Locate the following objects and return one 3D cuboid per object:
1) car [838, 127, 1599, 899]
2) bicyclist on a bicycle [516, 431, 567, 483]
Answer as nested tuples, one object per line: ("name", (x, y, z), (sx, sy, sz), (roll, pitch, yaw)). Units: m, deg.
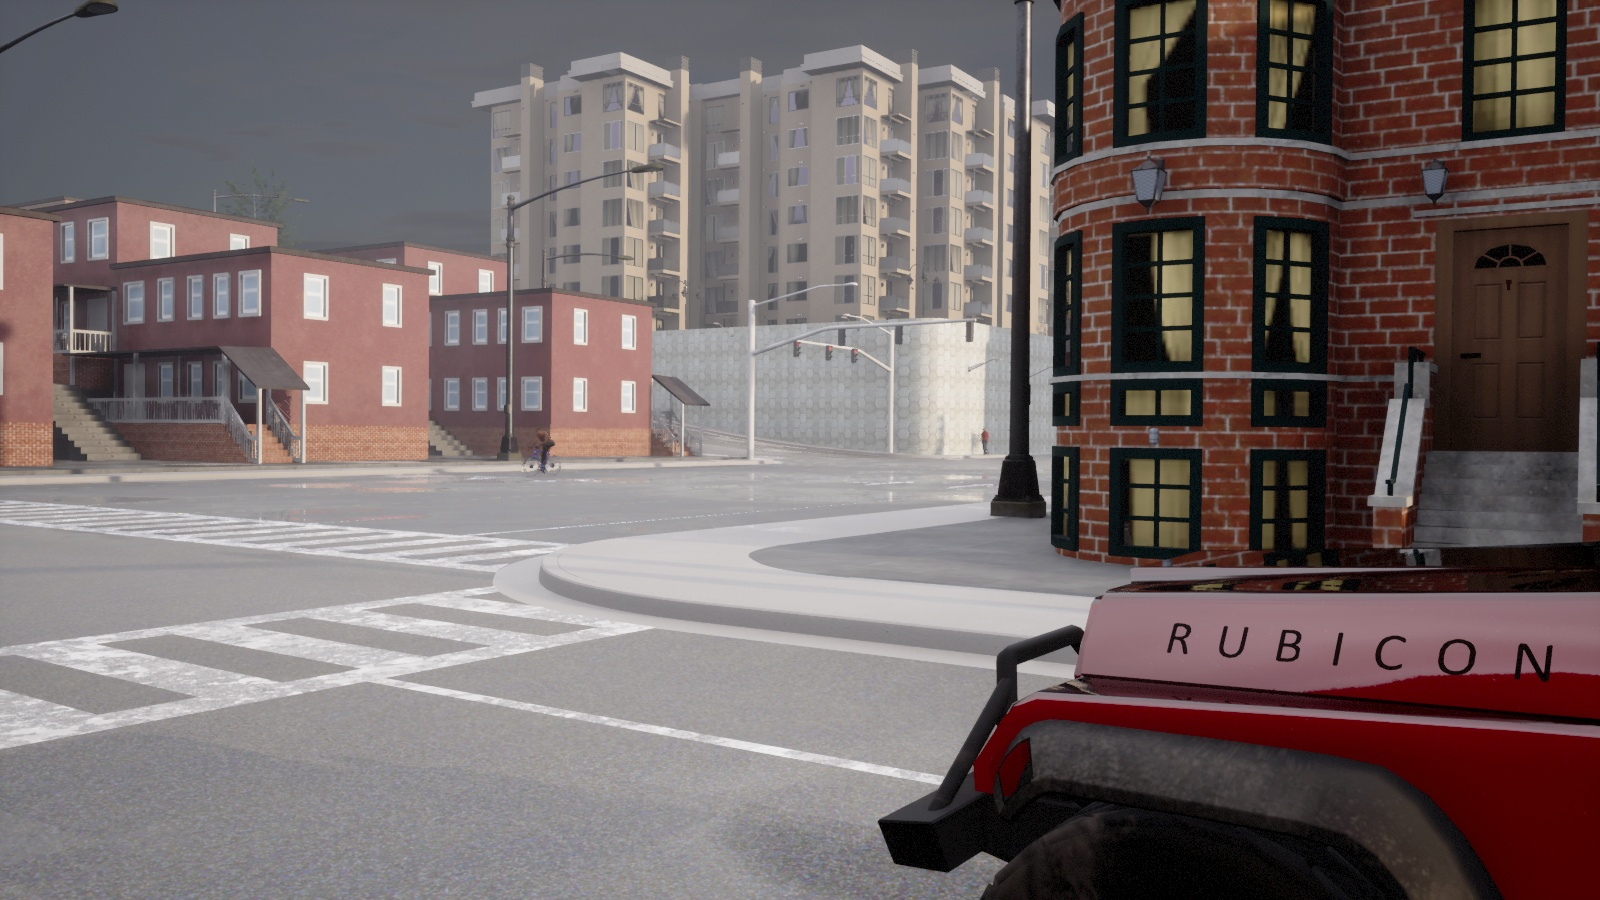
("car", (2.219, 0.478, 2.153), (3.866, 1.878, 1.905), (0, 1, 33))
("bicyclist on a bicycle", (-8.327, 0.207, 40.455), (0.582, 1.620, 1.656), (0, 1, 33))
